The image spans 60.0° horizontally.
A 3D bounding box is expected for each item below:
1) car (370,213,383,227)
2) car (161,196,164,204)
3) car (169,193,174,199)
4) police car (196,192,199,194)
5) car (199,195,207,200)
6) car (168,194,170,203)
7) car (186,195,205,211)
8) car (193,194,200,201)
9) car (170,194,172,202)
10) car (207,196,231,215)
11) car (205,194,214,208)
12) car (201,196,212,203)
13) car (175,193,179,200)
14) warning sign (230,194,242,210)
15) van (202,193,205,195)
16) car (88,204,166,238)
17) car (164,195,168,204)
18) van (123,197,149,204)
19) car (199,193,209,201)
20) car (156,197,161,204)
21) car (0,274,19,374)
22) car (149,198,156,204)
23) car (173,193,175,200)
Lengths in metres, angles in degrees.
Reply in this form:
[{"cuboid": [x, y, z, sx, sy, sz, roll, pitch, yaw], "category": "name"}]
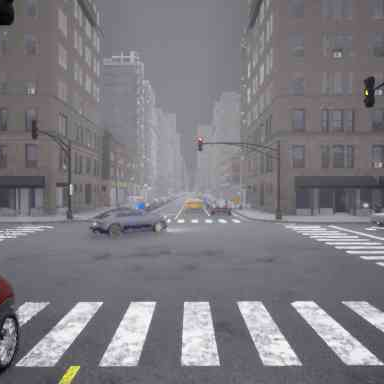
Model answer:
[{"cuboid": [13.747, 1.615, 20.656, 4.718, 1.301, 1.895, 0, 0, 0], "category": "car"}, {"cuboid": [-5.655, 1.585, 50.357, 1.802, 1.307, 4.206, 0, 0, 0], "category": "car"}, {"cuboid": [-5.562, 1.544, 73.029, 1.887, 1.381, 4.507, 0, 0, 0], "category": "car"}, {"cuboid": [1.119, 1.422, 79.417, 1.930, 1.638, 5.238, 0, 0, -1], "category": "police car"}, {"cuboid": [3.033, 1.558, 90.012, 1.947, 1.339, 4.313, 0, 0, 0], "category": "car"}, {"cuboid": [-5.609, 1.527, 61.523, 1.752, 1.417, 4.829, 0, 0, 0], "category": "car"}, {"cuboid": [0.280, 1.480, 40.470, 1.882, 1.535, 5.008, 0, 0, 0], "category": "car"}, {"cuboid": [1.151, 1.448, 89.512, 1.801, 1.575, 5.366, 0, 0, 0], "category": "car"}, {"cuboid": [-5.585, 1.567, 67.362, 1.947, 1.339, 4.313, 0, 0, 0], "category": "car"}, {"cuboid": [2.801, 1.442, 33.319, 1.967, 1.590, 4.097, 0, 0, 0], "category": "car"}, {"cuboid": [2.847, 1.443, 44.657, 1.967, 1.590, 4.097, 0, 0, 0], "category": "car"}, {"cuboid": [2.940, 1.552, 67.335, 2.008, 1.369, 4.403, 0, 0, 0], "category": "car"}, {"cuboid": [-5.492, 1.307, 90.035, 2.192, 1.841, 5.009, 0, 0, 0], "category": "car"}, {"cuboid": [5.226, 1.118, 39.304, 1.300, 1.860, 1.060, 0, 0, 0], "category": "warning sign"}, {"cuboid": [2.893, 1.344, 55.996, 1.690, 1.788, 3.998, 0, 0, 0], "category": "van"}, {"cuboid": [-3.425, 1.564, 18.040, 4.181, 1.385, 1.994, 0, 0, -43], "category": "car"}, {"cuboid": [-5.632, 1.569, 56.025, 1.947, 1.339, 4.313, 0, 0, 0], "category": "car"}, {"cuboid": [-5.725, 1.343, 33.352, 1.690, 1.788, 3.998, 0, 0, 0], "category": "van"}, {"cuboid": [3.010, 1.309, 84.342, 2.192, 1.841, 5.009, 0, 0, 0], "category": "car"}, {"cuboid": [-5.678, 1.569, 44.689, 1.947, 1.339, 4.313, 0, 0, 0], "category": "car"}, {"cuboid": [-3.113, 1.352, 2.441, 2.097, 1.767, 4.553, 0, 0, -8], "category": "car"}, {"cuboid": [-5.702, 1.443, 39.020, 1.967, 1.590, 4.097, 0, 0, 0], "category": "car"}, {"cuboid": [-5.539, 1.522, 78.528, 1.752, 1.417, 4.829, 0, 0, 0], "category": "car"}]
